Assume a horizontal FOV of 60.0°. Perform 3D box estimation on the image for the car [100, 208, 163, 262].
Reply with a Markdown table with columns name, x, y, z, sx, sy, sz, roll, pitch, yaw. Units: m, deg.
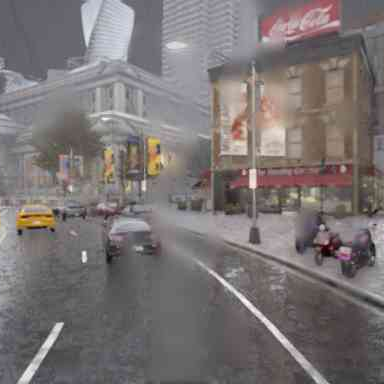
| name | x | y | z | sx | sy | sz | roll | pitch | yaw |
| --- | --- | --- | --- | --- | --- | --- | --- | --- | --- |
| car | -2.292 | 1.545 | 12.196 | 1.812 | 1.442 | 4.674 | 0 | 0 | -17 |

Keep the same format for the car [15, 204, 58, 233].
| name | x | y | z | sx | sy | sz | roll | pitch | yaw |
| --- | --- | --- | --- | --- | --- | --- | --- | --- | --- |
| car | -9.670 | 1.539 | 20.385 | 1.882 | 1.535 | 5.008 | 0 | 0 | -29 |

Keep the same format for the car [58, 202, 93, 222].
| name | x | y | z | sx | sy | sz | roll | pitch | yaw |
| --- | --- | --- | --- | --- | --- | --- | --- | --- | --- |
| car | -10.320 | 1.560 | 27.643 | 2.128 | 1.511 | 4.902 | 0 | 0 | -36 |

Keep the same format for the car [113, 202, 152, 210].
| name | x | y | z | sx | sy | sz | roll | pitch | yaw |
| --- | --- | --- | --- | --- | --- | --- | --- | --- | --- |
| car | -4.035 | 1.630 | 24.171 | 1.895 | 1.301 | 4.718 | 0 | 0 | -27 |
